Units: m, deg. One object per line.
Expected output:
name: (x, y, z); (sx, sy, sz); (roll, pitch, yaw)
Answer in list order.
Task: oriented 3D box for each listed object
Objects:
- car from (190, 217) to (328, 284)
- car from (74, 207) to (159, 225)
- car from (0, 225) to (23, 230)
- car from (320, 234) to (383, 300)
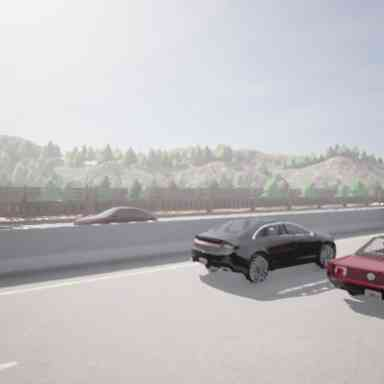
car: (2.249, 1.495, 9.650); (4.902, 1.511, 2.128); (0, 0, -36)
car: (-4.022, 1.550, 18.197); (4.674, 1.442, 1.812); (0, 0, -36)
car: (-8.368, 1.547, 10.882); (5.357, 1.411, 2.033); (0, 0, -35)
car: (5.153, 1.605, 7.422); (4.718, 1.301, 1.895); (0, 0, -35)
